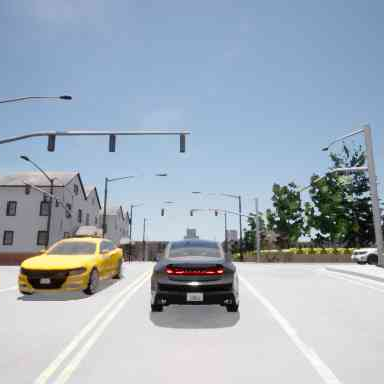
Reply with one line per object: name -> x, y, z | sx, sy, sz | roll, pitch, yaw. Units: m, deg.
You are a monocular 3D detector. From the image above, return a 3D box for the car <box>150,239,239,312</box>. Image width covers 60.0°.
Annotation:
car -> 0.061, 1.986, 8.595 | 1.837, 1.490, 4.892 | 0, -7, 0

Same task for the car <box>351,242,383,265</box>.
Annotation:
car -> 16.846, 5.317, 28.808 | 5.566, 2.045, 2.150 | 0, -12, 1

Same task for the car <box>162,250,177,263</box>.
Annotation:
car -> -3.649, 10.736, 54.961 | 2.150, 2.045, 5.566 | 0, -12, 0

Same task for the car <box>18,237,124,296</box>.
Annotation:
car -> -3.508, 2.195, 10.546 | 1.882, 1.535, 5.008 | 0, -7, 1

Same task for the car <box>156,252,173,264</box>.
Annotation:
car -> -3.643, 8.890, 44.540 | 1.812, 1.442, 4.674 | 0, -12, 0
